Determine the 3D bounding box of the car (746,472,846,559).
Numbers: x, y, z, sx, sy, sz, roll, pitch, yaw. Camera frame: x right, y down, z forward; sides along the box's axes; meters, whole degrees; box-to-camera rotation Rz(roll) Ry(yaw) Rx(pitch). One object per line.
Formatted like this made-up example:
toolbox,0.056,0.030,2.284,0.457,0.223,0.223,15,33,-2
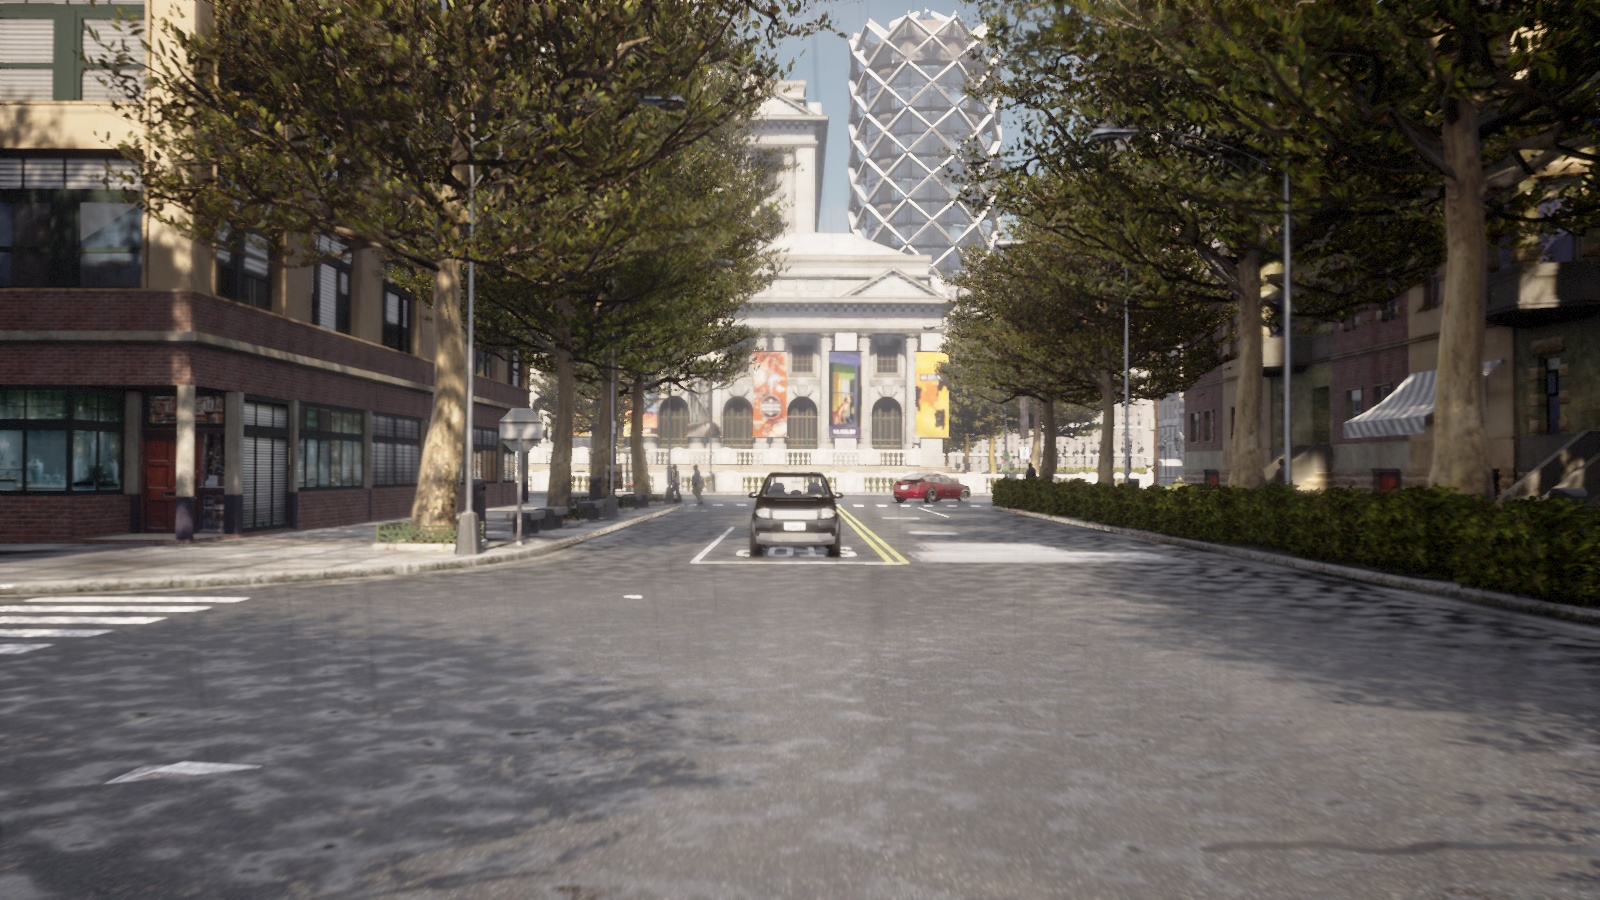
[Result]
car,-0.068,1.199,24.249,1.789,1.549,3.705,0,-1,0

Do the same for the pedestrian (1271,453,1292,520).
pedestrian,13.372,1.002,34.893,0.331,1.846,0.634,0,-1,0

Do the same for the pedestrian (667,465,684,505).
pedestrian,-5.719,1.601,57.637,0.706,1.836,0.354,0,-1,4

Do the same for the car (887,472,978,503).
car,6.646,1.839,62.783,2.163,1.488,4.792,-1,-1,41

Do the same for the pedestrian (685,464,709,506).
pedestrian,-4.633,1.582,56.541,0.900,1.855,0.874,0,-1,-18
